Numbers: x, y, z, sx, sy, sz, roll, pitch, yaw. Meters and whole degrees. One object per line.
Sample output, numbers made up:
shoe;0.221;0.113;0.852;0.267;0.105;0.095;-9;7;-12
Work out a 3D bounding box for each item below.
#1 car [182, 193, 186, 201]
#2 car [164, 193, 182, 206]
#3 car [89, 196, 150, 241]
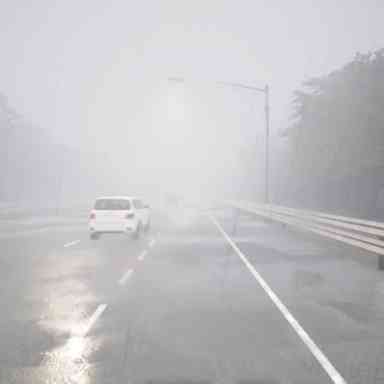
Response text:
car;-3.155;1.612;84.722;1.994;1.385;4.181;0;0;0
car;-3.362;1.263;55.596;2.150;2.045;5.566;0;0;0
car;-3.493;1.226;16.903;2.150;2.045;5.566;0;0;0
